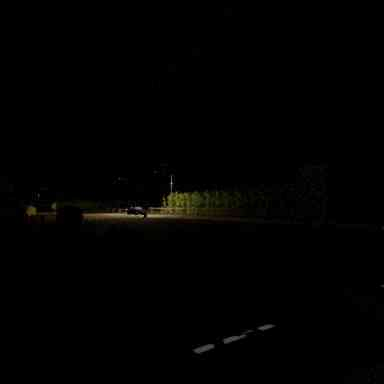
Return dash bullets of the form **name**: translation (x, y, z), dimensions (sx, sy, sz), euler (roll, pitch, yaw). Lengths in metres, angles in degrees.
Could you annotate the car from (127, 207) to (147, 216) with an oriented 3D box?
- **car**: translation (-9.369, 3.259, 56.622), dimensions (2.128, 1.511, 4.902), euler (1, -3, -35)
